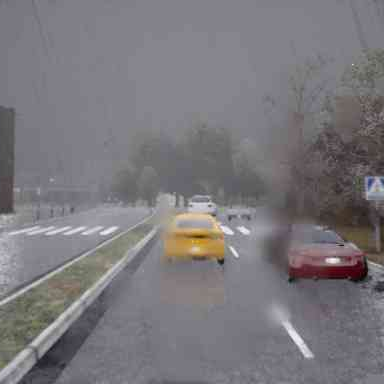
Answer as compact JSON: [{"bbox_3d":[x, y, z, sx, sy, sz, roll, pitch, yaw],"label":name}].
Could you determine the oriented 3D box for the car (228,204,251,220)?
[{"bbox_3d":[4.223,1.731,29.741,1.895,1.301,4.718,0,0,8],"label":"car"}]

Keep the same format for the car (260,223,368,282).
[{"bbox_3d":[3.344,1.611,9.899,1.994,1.385,4.181,0,0,0],"label":"car"}]

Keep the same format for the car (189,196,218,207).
[{"bbox_3d":[1.106,1.372,30.791,2.150,2.045,5.566,0,0,9],"label":"car"}]

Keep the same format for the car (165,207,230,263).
[{"bbox_3d":[0.096,1.535,12.191,1.882,1.535,5.008,0,0,0],"label":"car"}]
